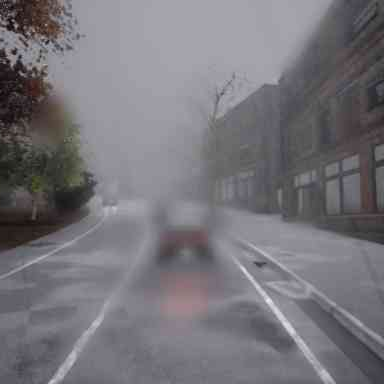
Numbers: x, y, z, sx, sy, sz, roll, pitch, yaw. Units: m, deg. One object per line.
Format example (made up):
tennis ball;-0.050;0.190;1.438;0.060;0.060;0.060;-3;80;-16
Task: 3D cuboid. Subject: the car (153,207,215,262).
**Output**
car;-0.266;1.523;12.141;1.837;1.490;4.892;1;1;-3

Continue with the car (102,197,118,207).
car;-12.178;1.435;49.473;2.128;1.511;4.902;3;-1;-22

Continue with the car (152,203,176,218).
car;-2.241;1.613;27.860;1.994;1.385;4.181;1;0;-10
